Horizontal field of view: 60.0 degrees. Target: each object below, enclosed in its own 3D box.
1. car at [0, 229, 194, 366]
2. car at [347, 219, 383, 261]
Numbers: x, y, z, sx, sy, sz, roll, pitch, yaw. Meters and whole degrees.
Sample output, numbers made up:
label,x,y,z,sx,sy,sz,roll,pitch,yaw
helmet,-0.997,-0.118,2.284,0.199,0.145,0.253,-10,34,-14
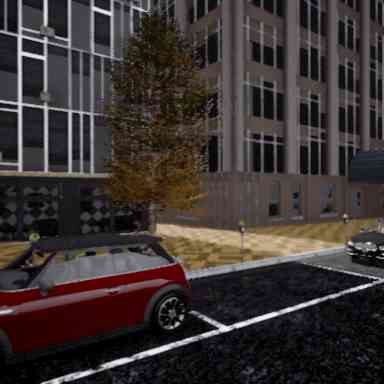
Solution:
label,x,y,z,sx,sy,sz,roll,pitch,yaw
car,-2.044,1.448,5.111,4.097,1.590,1.967,0,-1,-35
car,7.209,1.625,11.711,4.403,1.369,2.008,0,-1,-35
